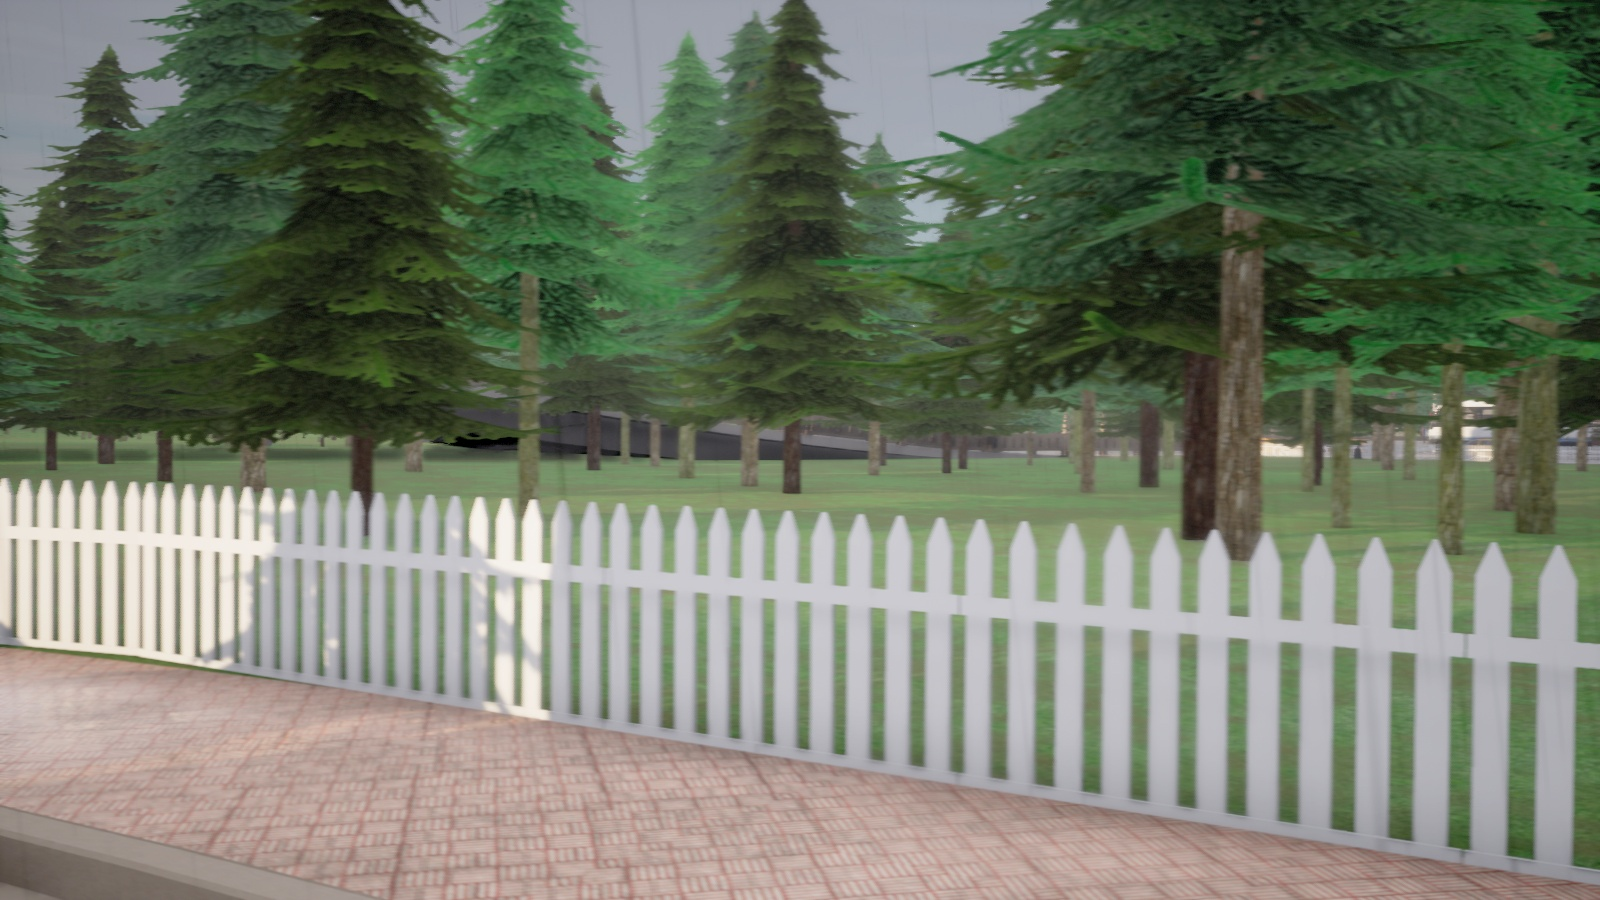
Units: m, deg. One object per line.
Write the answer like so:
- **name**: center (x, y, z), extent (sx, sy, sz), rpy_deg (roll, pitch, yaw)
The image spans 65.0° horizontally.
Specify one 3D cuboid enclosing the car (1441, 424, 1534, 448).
- **car**: center (46.538, -0.962, 85.178), extent (1.801, 1.575, 5.366), rpy_deg (-1, 1, -30)
